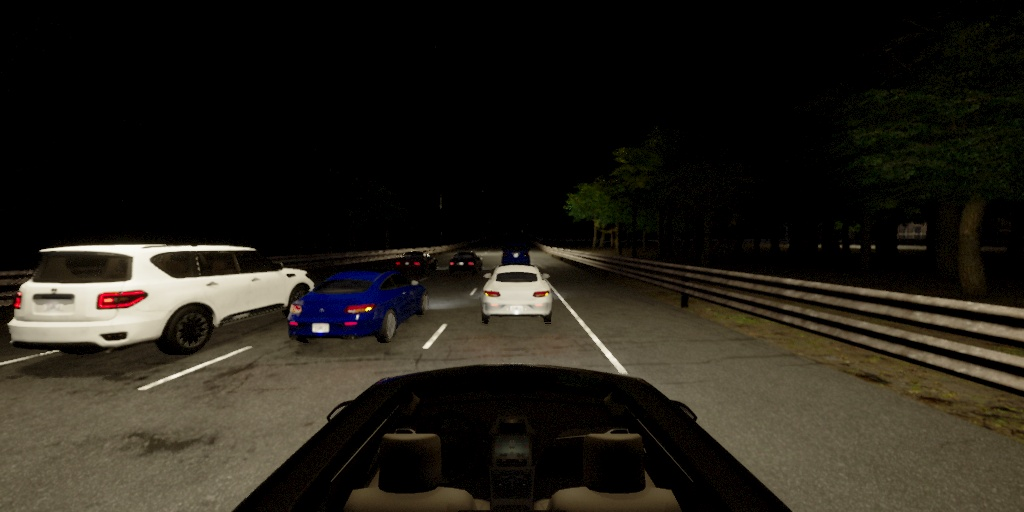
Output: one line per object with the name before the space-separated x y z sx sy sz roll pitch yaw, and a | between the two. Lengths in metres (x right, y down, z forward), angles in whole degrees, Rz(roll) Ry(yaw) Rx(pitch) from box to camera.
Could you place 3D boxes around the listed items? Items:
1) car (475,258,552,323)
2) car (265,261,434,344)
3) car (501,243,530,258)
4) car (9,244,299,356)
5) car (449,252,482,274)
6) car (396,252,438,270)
car | 0.142 0.965 10.633 1.812 1.442 4.674 0 2 1
car | -3.393 1.033 8.679 1.812 1.442 4.674 0 2 0
car | 0.317 -0.016 29.219 2.150 2.045 5.566 0 2 1
car | -6.899 0.748 8.126 2.150 2.045 5.566 0 2 1
car | -3.232 0.444 25.633 2.033 1.411 5.357 0 2 1
car | -6.732 0.442 25.655 2.033 1.411 5.357 0 2 1
